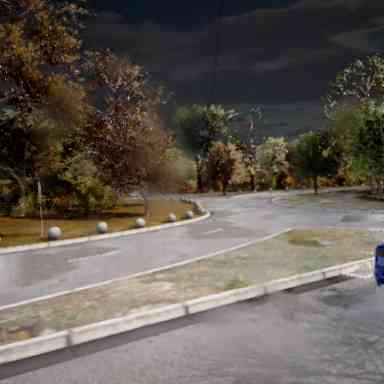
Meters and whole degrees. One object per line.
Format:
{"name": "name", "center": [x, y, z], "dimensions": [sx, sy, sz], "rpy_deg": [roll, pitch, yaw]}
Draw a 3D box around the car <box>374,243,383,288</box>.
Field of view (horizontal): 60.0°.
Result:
{"name": "car", "center": [5.973, 1.295, 7.120], "dimensions": [5.008, 1.535, 1.882], "rpy_deg": [-2, 1, -32]}
